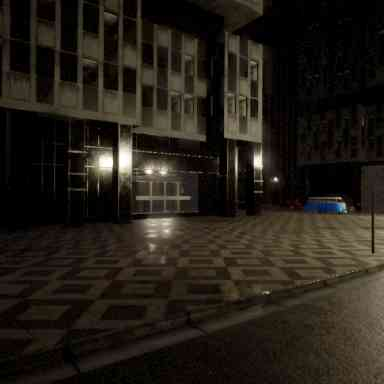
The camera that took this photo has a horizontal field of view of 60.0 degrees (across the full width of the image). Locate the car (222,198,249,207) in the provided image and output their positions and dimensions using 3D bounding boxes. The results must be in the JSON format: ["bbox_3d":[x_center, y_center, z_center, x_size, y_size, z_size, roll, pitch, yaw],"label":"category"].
[{"bbox_3d":[7.442,1.839,57.655,1.752,1.417,4.829,0,0,-36],"label":"car"}]

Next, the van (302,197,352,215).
[{"bbox_3d":[13.752,1.425,34.173,1.690,1.788,3.998,0,0,-36],"label":"van"}]

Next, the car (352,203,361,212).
[{"bbox_3d":[20.682,1.725,39.137,1.947,1.339,4.313,0,0,-36],"label":"car"}]

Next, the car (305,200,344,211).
[{"bbox_3d":[17.397,1.749,43.732,2.008,1.369,4.403,0,0,-36],"label":"car"}]

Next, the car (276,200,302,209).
[{"bbox_3d":[14.112,1.818,48.327,1.802,1.307,4.206,0,0,-36],"label":"car"}]

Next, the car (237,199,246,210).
[{"bbox_3d":[7.182,1.706,43.362,1.887,1.381,4.507,0,0,-36],"label":"car"}]
